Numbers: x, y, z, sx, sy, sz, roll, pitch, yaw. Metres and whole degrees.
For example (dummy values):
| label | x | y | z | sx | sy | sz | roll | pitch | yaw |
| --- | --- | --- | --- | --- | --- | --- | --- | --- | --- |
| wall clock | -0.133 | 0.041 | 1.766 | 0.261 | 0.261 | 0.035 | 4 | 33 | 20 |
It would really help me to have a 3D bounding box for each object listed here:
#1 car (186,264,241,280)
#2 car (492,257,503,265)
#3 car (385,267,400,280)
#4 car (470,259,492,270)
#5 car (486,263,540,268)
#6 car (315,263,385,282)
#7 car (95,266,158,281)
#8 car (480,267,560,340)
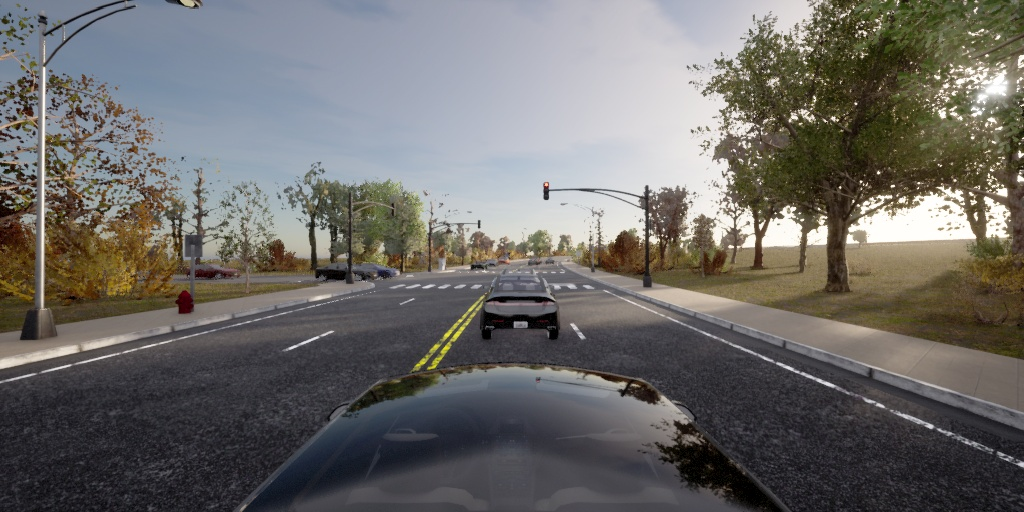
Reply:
| label | x | y | z | sx | sy | sz | roll | pitch | yaw |
| --- | --- | --- | --- | --- | --- | --- | --- | --- | --- |
| car | -29.043 | 1.497 | 34.956 | 5.008 | 1.535 | 1.882 | -1 | -1 | 10 |
| car | -3.421 | 1.222 | 61.670 | 2.033 | 1.411 | 5.357 | 0 | 0 | 6 |
| car | -12.539 | 1.372 | 32.434 | 4.674 | 1.442 | 1.812 | -1 | 0 | 4 |
| car | -4.493 | 1.303 | 49.832 | 1.895 | 1.301 | 4.718 | 0 | 0 | 6 |
| car | 0.291 | 1.241 | 15.340 | 2.128 | 1.511 | 4.902 | 0 | 0 | 2 |
| car | -13.235 | 1.293 | 28.791 | 5.008 | 1.535 | 1.882 | -1 | -1 | 12 |
| car | -35.271 | 1.598 | 32.766 | 5.357 | 1.411 | 2.033 | -1 | -1 | 10 |
| car | 0.199 | 1.242 | 10.011 | 2.128 | 1.511 | 4.902 | 0 | 0 | 0 |
